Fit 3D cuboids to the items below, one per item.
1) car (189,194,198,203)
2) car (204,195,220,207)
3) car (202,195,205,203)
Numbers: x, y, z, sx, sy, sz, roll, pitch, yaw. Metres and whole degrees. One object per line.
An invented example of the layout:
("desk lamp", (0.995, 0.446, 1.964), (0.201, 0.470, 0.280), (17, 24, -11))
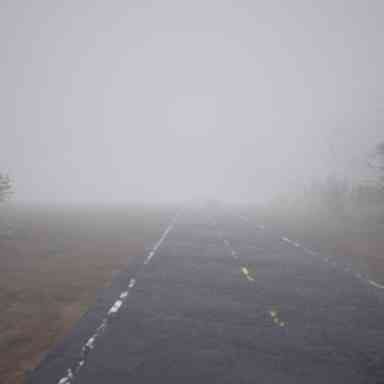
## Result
("car", (0.244, 1.675, 68.900), (1.895, 1.301, 4.718), (0, 0, 0))
("car", (3.283, 1.600, 52.197), (1.812, 1.442, 4.674), (0, 0, 0))
("car", (3.251, 1.451, 70.704), (2.097, 1.767, 4.553), (0, 0, 0))
